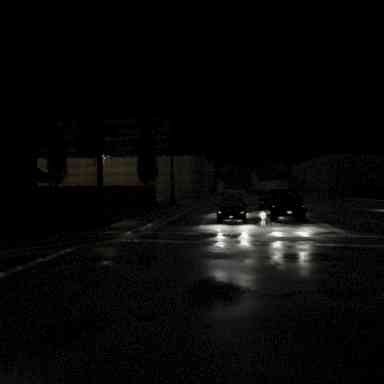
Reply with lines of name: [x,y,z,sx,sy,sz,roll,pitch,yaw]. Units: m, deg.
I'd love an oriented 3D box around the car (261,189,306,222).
car: [6.252,0.833,22.826,2.150,2.045,5.566,0,1,8]

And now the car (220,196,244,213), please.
car: [3.754,1.084,30.941,1.994,1.385,4.181,0,1,8]

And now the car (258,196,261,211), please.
car: [7.488,0.935,32.530,1.882,1.535,5.008,0,1,8]

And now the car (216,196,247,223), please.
car: [2.653,1.183,22.260,1.812,1.442,4.674,0,1,8]
